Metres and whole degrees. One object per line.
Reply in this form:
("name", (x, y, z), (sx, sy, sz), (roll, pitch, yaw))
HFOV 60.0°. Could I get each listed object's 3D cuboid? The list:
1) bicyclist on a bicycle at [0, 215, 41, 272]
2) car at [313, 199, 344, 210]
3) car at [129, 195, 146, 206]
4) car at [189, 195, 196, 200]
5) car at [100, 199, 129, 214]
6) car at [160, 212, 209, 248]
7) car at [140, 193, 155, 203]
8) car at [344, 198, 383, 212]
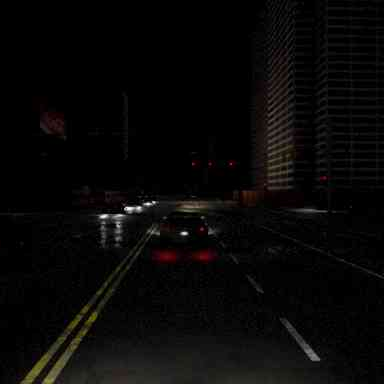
("bicyclist on a bicycle", (-5.047, 1.455, 9.264), (1.656, 1.620, 0.582), (-2, 0, -2))
("car", (18.310, 1.547, 42.161), (5.357, 1.411, 2.033), (0, 0, -2))
("car", (-8.913, 1.601, 52.855), (1.895, 1.301, 4.718), (0, 0, -1))
("car", (0.243, 1.525, 94.655), (2.128, 1.511, 4.902), (0, 0, -2))
("car", (-8.270, 1.526, 35.235), (1.812, 1.442, 4.674), (0, 0, -2))
("car", (-0.362, 1.564, 14.756), (1.994, 1.385, 4.181), (0, 0, -2))
("car", (-9.357, 1.494, 68.825), (2.128, 1.511, 4.902), (0, 0, -2))
("car", (20.965, 1.492, 38.763), (4.902, 1.511, 2.128), (0, 0, -2))
